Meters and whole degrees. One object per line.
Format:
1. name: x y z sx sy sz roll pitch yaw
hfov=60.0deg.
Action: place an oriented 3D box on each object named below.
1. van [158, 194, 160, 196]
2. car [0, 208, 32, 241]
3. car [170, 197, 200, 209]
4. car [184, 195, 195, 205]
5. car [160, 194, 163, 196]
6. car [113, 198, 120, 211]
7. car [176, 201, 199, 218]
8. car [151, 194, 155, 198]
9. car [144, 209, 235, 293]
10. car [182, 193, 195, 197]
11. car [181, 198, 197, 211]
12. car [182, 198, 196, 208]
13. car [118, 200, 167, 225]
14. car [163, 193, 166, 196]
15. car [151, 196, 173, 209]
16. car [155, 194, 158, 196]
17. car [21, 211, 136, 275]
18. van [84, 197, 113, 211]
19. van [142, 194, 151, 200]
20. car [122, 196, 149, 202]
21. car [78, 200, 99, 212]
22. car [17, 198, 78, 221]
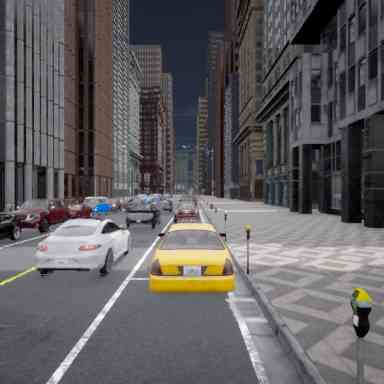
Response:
1. van: -8.912 1.345 76.073 1.690 1.788 3.998 0 0 0
2. car: -8.910 1.565 14.070 1.947 1.339 4.313 0 0 0
3. car: -0.386 1.439 25.353 1.967 1.590 4.097 0 0 0
4. car: -0.386 1.439 59.171 1.967 1.590 4.097 0 0 0
5. car: -8.911 1.446 81.710 1.967 1.590 4.097 0 0 0
6. car: -8.911 1.439 36.617 1.967 1.590 4.097 0 0 0
7. car: -0.385 1.565 30.990 1.947 1.339 4.313 0 0 0
8. car: -8.911 1.525 64.631 1.752 1.417 4.829 0 0 0
9. car: 0.005 1.456 8.840 1.801 1.575 5.366 0 0 0
10. car: -0.386 1.314 36.627 2.192 1.841 5.009 0 0 0
11. car: -0.385 1.543 42.263 1.887 1.381 4.507 0 0 0
12. car: -0.385 1.564 47.899 1.947 1.339 4.313 0 0 0
13. car: -3.085 1.491 21.867 2.128 1.511 4.902 0 0 0
14. car: -8.912 1.324 87.347 2.192 1.841 5.009 0 0 0
15. car: -3.080 1.546 37.671 2.033 1.411 5.357 0 0 0
16. car: -8.911 1.552 70.437 2.008 1.369 4.403 0 0 0
17. car: -3.142 1.525 10.329 1.812 1.442 4.674 0 0 0
18. van: -8.911 1.340 30.980 1.690 1.788 3.998 0 0 0
19. van: -8.911 1.340 59.164 1.690 1.788 3.998 0 0 0
20. car: -6.230 1.504 36.743 1.837 1.490 4.892 0 0 0
21. car: -8.910 1.544 25.344 1.887 1.381 4.507 0 0 0
22. car: -8.911 1.314 19.706 2.192 1.841 5.009 0 0 0
